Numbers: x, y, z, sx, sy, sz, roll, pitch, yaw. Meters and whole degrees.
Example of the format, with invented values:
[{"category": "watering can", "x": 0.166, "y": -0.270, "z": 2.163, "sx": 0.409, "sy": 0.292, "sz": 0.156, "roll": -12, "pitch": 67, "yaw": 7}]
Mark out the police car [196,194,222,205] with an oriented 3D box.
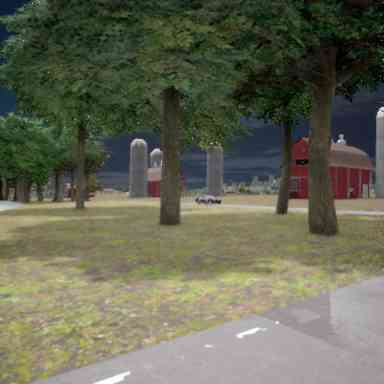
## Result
[{"category": "police car", "x": 2.666, "y": 1.187, "z": 52.710, "sx": 1.930, "sy": 1.638, "sz": 5.238, "roll": 1, "pitch": -1, "yaw": -35}]
